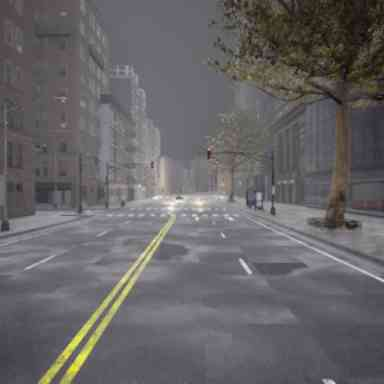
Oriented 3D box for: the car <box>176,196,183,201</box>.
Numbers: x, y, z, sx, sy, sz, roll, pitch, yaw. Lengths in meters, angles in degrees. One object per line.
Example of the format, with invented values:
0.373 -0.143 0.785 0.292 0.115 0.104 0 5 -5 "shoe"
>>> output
-3.251 1.579 85.721 1.895 1.301 4.718 0 0 0 "car"
